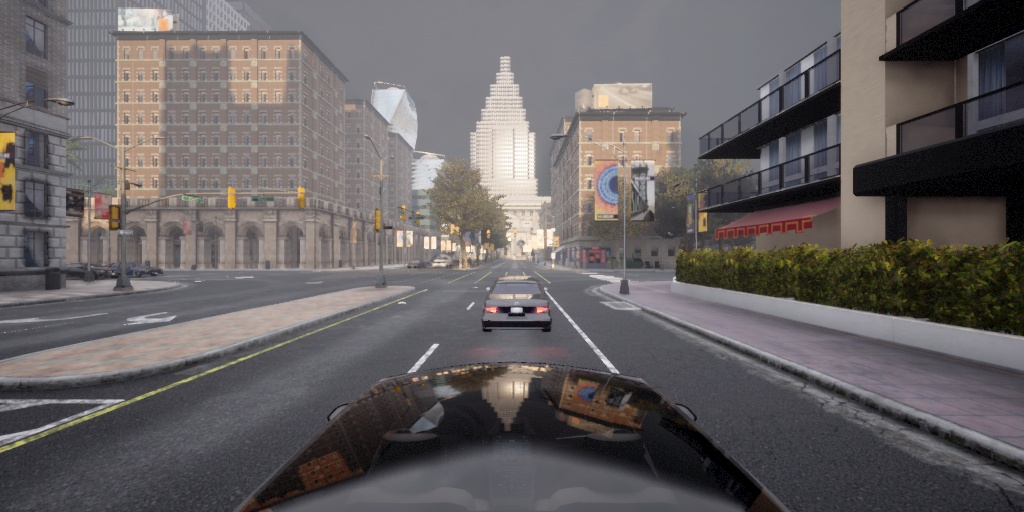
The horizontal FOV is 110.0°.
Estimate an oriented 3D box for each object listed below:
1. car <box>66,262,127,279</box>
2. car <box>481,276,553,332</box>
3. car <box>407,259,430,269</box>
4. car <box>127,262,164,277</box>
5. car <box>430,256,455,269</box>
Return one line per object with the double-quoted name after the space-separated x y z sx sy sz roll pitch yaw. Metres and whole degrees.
-36.943 1.276 31.137 4.674 1.442 1.812 0 0 0 "car"
0.144 1.297 10.812 2.033 1.411 5.357 0 0 1 "car"
-14.620 1.297 55.195 2.033 1.411 5.357 0 0 1 "car"
-37.008 1.297 34.629 5.357 1.411 2.033 0 0 0 "car"
-11.098 0.971 57.185 2.150 2.045 5.566 0 0 1 "car"
